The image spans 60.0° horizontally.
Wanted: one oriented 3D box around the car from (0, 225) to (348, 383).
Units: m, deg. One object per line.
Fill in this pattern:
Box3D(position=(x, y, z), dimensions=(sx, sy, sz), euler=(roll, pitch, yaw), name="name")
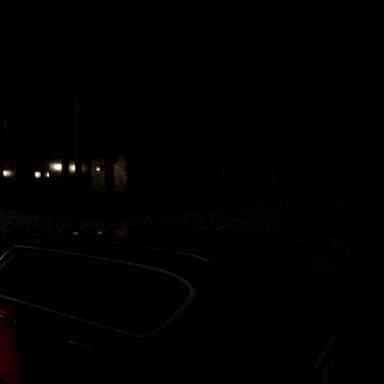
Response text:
Box3D(position=(-1.004, 1.313, 3.682), dimensions=(5.009, 1.841, 2.192), euler=(0, 0, 35), name="car")
